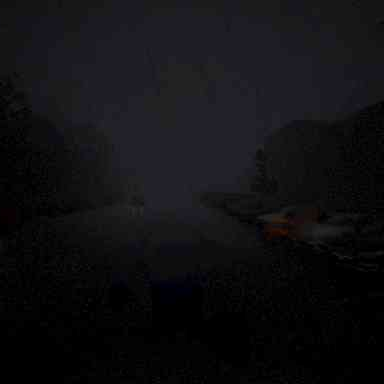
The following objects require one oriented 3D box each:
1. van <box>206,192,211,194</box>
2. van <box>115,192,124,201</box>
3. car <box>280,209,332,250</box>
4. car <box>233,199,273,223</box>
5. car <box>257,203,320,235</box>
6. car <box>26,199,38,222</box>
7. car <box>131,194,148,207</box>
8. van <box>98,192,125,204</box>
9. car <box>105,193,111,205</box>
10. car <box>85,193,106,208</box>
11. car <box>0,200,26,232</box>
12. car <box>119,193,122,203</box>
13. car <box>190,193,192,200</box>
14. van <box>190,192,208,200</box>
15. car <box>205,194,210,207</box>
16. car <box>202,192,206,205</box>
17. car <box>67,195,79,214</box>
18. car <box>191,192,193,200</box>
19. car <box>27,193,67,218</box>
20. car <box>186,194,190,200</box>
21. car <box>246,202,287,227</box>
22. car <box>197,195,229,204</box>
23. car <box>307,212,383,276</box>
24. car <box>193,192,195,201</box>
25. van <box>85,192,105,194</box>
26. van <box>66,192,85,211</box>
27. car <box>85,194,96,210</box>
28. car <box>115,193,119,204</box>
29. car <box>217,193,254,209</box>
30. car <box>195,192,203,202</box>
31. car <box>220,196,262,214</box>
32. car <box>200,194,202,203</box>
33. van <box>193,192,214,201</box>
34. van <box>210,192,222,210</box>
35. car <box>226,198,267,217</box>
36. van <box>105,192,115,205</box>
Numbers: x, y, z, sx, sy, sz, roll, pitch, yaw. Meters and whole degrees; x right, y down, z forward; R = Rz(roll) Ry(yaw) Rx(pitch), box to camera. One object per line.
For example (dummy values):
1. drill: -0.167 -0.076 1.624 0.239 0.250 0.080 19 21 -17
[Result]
1. van: 4.513 1.080 41.939 4.442 1.987 1.878 1 0 -23
2. van: -14.289 0.974 55.632 4.442 1.987 1.878 -1 0 -23
3. car: 5.989 1.515 12.594 4.674 1.452 2.002 1 1 -23
4. car: 5.523 1.420 21.380 4.892 1.521 2.231 1 1 -23
5. car: 5.997 1.456 15.602 5.366 1.575 1.946 1 0 -23
6. car: -12.300 1.388 20.389 4.792 1.488 2.163 -1 1 -23
7. car: -7.350 1.251 46.190 2.128 1.511 4.902 0 0 -3
8. van: -14.236 0.966 58.672 4.442 1.987 1.878 -1 0 -23
9. car: -13.542 1.271 43.920 4.674 1.452 2.002 -1 1 -23
10. car: -13.058 1.251 38.118 5.366 1.575 1.946 -1 0 -23
11. car: -12.094 1.125 17.477 5.566 2.045 2.435 -1 0 -23
12. car: -14.028 1.244 52.746 4.674 1.452 2.002 -1 0 -23
13. car: 2.844 1.269 71.191 4.792 1.488 2.163 1 0 -23
14. van: 1.914 1.104 88.795 4.442 1.987 1.878 2 -2 -23
15. car: 4.556 1.317 38.960 5.008 1.535 2.097 1 0 -23
16. car: 4.218 1.166 44.809 4.553 1.767 2.185 1 0 -23
17. car: -12.778 1.333 29.211 4.792 1.488 2.163 -1 1 -23
18. car: 3.151 1.242 68.320 5.366 1.575 1.946 1 0 -23
19. car: -12.567 1.195 26.294 4.553 1.767 2.185 -1 1 -23
20. car: 2.302 0.979 79.958 5.566 2.045 2.435 1 0 -23
21. car: 5.673 1.478 18.454 4.674 1.452 2.002 1 1 -23
22. car: 3.604 1.260 56.535 4.892 1.521 2.231 1 0 -23
23. car: 6.153 1.494 9.665 4.892 1.521 2.231 1 1 -23
24. car: 3.466 1.249 62.468 5.366 1.575 1.946 1 0 -23
25. van: -13.495 1.019 40.934 4.442 1.987 1.878 -1 1 -23
26. van: -13.015 1.062 32.111 4.442 1.987 1.878 -1 1 -23
27. car: -13.061 1.271 35.103 4.892 1.521 2.231 -1 1 -23
28. car: -13.866 1.252 49.805 4.674 1.452 2.002 -1 0 -23
29. car: 5.070 1.240 30.180 4.553 1.767 2.185 1 1 -23
30. car: 3.958 1.022 50.690 5.566 2.045 2.435 1 0 -23
31. car: 5.202 1.383 27.244 4.892 1.521 2.231 1 1 -23
32. car: 4.089 1.322 47.745 4.674 1.452 2.002 1 0 -23
33. van: 2.553 1.008 74.056 4.442 1.987 1.878 1 0 -23
34. van: 4.620 1.104 35.980 4.442 1.987 1.878 1 1 -23
35. car: 5.327 1.430 24.300 4.792 1.488 2.163 1 1 -23
36. van: -13.602 0.994 46.913 4.442 1.987 1.878 -1 0 -23
